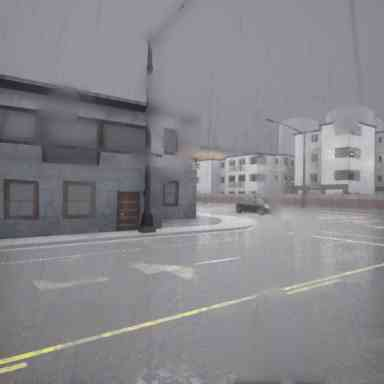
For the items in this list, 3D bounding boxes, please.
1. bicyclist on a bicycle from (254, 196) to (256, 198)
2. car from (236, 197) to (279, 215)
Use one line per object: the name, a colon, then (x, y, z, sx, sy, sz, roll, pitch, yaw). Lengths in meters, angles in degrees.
bicyclist on a bicycle: (9.058, 1.337, 47.874, 0.582, 1.620, 1.656, 2, 0, 44)
car: (6.590, 1.357, 33.599, 2.097, 1.767, 4.553, 1, 0, -38)
